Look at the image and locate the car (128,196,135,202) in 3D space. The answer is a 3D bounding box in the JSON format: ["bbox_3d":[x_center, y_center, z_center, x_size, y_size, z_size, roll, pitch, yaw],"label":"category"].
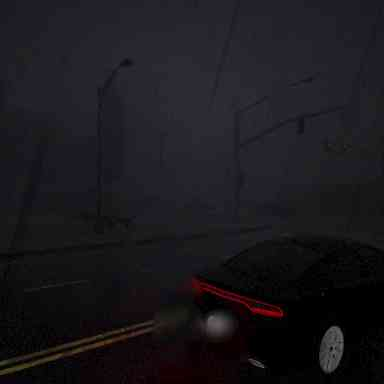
[{"bbox_3d":[-11.669,1.540,70.554,2.033,1.411,5.357,0,0,-35],"label":"car"}]

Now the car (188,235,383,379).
[{"bbox_3d":[2.261,1.478,5.619,5.008,1.535,1.882,0,0,-37],"label":"car"}]

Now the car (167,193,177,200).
[{"bbox_3d":[-5.646,1.156,86.848,3.866,1.878,1.905,0,0,-37],"label":"car"}]

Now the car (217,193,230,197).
[{"bbox_3d":[7.773,1.395,68.764,3.806,1.475,1.970,0,0,-37],"label":"car"}]

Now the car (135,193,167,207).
[{"bbox_3d":[-6.310,1.352,50.568,2.097,1.767,4.553,0,0,-35],"label":"car"}]

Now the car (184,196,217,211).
[{"bbox_3d":[0.800,1.564,40.406,1.994,1.385,4.181,0,0,-35],"label":"car"}]

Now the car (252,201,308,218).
[{"bbox_3d":[7.863,1.547,30.334,2.033,1.411,5.357,0,0,-35],"label":"car"}]

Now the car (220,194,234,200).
[{"bbox_3d":[10.003,1.395,95.066,3.806,1.475,1.970,0,0,-37],"label":"car"}]

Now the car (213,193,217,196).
[{"bbox_3d":[6.059,1.156,71.098,3.866,1.878,1.905,0,0,-37],"label":"car"}]

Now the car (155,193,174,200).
[{"bbox_3d":[-7.324,1.153,89.207,4.605,1.855,1.932,0,0,-37],"label":"car"}]
